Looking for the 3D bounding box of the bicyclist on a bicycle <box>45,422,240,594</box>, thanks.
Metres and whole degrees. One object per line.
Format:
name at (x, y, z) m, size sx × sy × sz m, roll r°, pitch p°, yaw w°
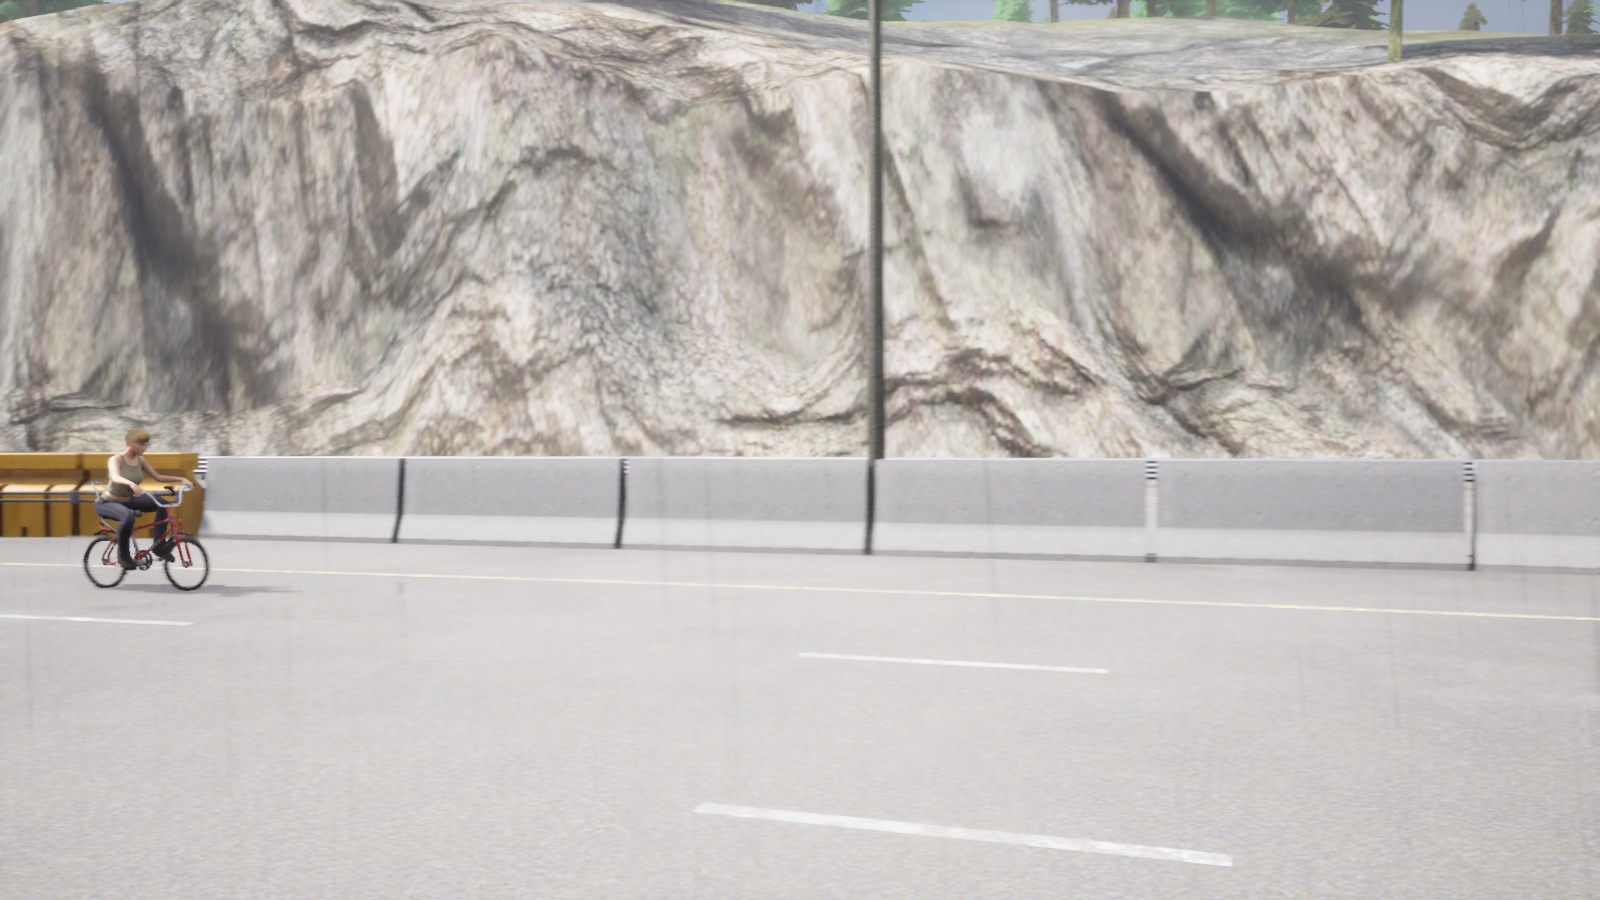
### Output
bicyclist on a bicycle at (-6.491, 0.535, 12.438) m, size 1.509 × 1.612 × 0.866 m, roll 0°, pitch 1°, yaw 14°
